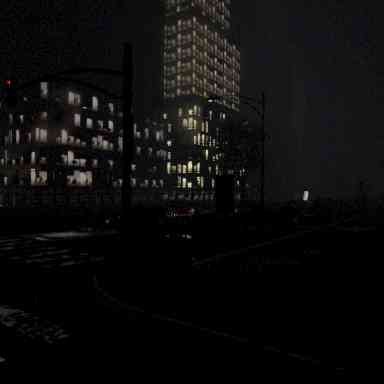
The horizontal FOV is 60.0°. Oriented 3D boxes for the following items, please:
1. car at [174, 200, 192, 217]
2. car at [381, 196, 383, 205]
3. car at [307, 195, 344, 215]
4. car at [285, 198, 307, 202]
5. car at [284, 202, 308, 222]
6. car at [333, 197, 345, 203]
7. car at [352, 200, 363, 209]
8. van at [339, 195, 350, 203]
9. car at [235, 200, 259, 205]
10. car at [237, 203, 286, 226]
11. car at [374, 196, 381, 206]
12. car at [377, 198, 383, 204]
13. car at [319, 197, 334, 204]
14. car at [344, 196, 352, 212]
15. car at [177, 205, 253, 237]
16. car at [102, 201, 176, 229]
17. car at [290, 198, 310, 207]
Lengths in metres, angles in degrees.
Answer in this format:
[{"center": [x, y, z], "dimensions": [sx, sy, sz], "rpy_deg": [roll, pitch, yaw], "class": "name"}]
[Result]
[{"center": [-1.608, 1.481, 29.500], "dimensions": [1.967, 1.590, 4.097], "rpy_deg": [1, 0, 36], "class": "car"}, {"center": [41.530, 1.784, 73.548], "dimensions": [2.192, 1.841, 5.009], "rpy_deg": [1, 0, 36], "class": "car"}, {"center": [15.203, 1.569, 37.787], "dimensions": [2.192, 1.841, 5.009], "rpy_deg": [1, 0, 36], "class": "car"}, {"center": [14.193, 1.700, 46.183], "dimensions": [1.837, 1.490, 4.892], "rpy_deg": [1, 0, 37], "class": "car"}, {"center": [7.964, 1.779, 27.922], "dimensions": [1.802, 1.307, 4.206], "rpy_deg": [1, 0, 36], "class": "car"}, {"center": [34.686, 1.862, 78.391], "dimensions": [1.752, 1.417, 4.829], "rpy_deg": [1, 0, 36], "class": "car"}, {"center": [25.031, 1.773, 51.228], "dimensions": [1.967, 1.590, 4.097], "rpy_deg": [1, 0, 36], "class": "car"}, {"center": [38.088, 1.706, 82.991], "dimensions": [1.690, 1.788, 3.998], "rpy_deg": [1, 0, 36], "class": "van"}, {"center": [5.773, 1.616, 34.892], "dimensions": [2.128, 1.511, 4.902], "rpy_deg": [1, 0, 37], "class": "car"}, {"center": [4.707, 1.737, 23.515], "dimensions": [1.947, 1.339, 4.313], "rpy_deg": [1, 0, 36], "class": "car"}, {"center": [35.029, 1.940, 64.756], "dimensions": [1.752, 1.417, 4.829], "rpy_deg": [1, 0, 36], "class": "car"}, {"center": [44.826, 2.047, 78.012], "dimensions": [2.008, 1.369, 4.403], "rpy_deg": [1, 0, 36], "class": "car"}, {"center": [28.188, 1.849, 69.599], "dimensions": [1.947, 1.339, 4.313], "rpy_deg": [1, 0, 36], "class": "car"}, {"center": [18.474, 1.720, 42.271], "dimensions": [1.967, 1.590, 4.097], "rpy_deg": [1, 0, 36], "class": "car"}, {"center": [1.449, 1.696, 19.106], "dimensions": [2.008, 1.369, 4.403], "rpy_deg": [1, 0, 36], "class": "car"}, {"center": [-3.661, 1.541, 22.142], "dimensions": [2.128, 1.511, 4.902], "rpy_deg": [1, 0, 37], "class": "car"}, {"center": [18.189, 1.726, 56.071], "dimensions": [1.752, 1.417, 4.829], "rpy_deg": [1, 0, 36], "class": "car"}]
